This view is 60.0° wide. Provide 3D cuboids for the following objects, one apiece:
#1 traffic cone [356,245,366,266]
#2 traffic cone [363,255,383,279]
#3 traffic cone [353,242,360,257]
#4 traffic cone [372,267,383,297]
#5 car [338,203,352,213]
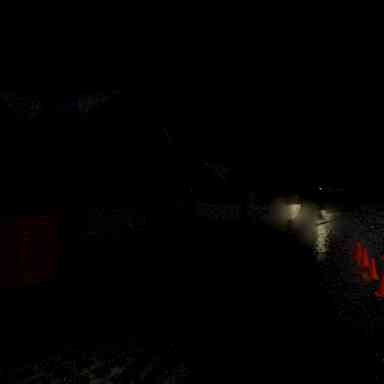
[{"bbox_3d":[6.113,2.313,11.795,0.340,0.580,0.340,2,-1,21],"label":"traffic cone"},{"bbox_3d":[5.385,2.265,9.933,0.340,0.580,0.340,2,-1,21],"label":"traffic cone"},{"bbox_3d":[6.841,2.361,13.657,0.340,0.580,0.340,2,-1,21],"label":"traffic cone"},{"bbox_3d":[4.657,2.218,8.071,0.340,0.580,0.340,2,-1,21],"label":"traffic cone"},{"bbox_3d":[32.360,3.285,70.492,2.150,2.045,5.566,2,-1,18],"label":"car"}]
